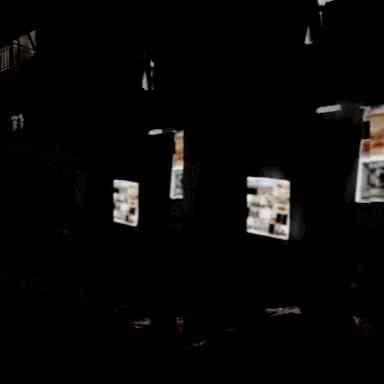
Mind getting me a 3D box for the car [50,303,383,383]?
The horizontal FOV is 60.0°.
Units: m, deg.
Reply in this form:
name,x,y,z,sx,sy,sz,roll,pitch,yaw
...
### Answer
name,x,y,z,sx,sy,sz,roll,pitch,yaw
car,0.785,1.542,2.315,4.507,1.381,1.887,0,0,36
